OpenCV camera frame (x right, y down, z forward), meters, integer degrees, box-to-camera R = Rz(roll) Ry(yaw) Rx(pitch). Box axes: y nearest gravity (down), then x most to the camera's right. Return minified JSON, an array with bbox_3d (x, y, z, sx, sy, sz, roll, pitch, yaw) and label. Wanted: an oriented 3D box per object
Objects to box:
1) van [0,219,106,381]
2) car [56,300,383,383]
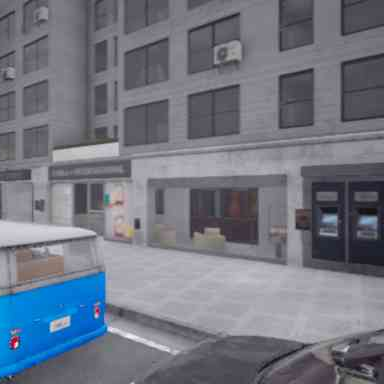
[{"bbox_3d":[-3.080,1.335,5.047,3.998,1.788,1.690,0,0,36],"label":"van"},{"bbox_3d":[1.467,1.551,1.803,4.403,1.369,2.008,0,0,36],"label":"car"}]
